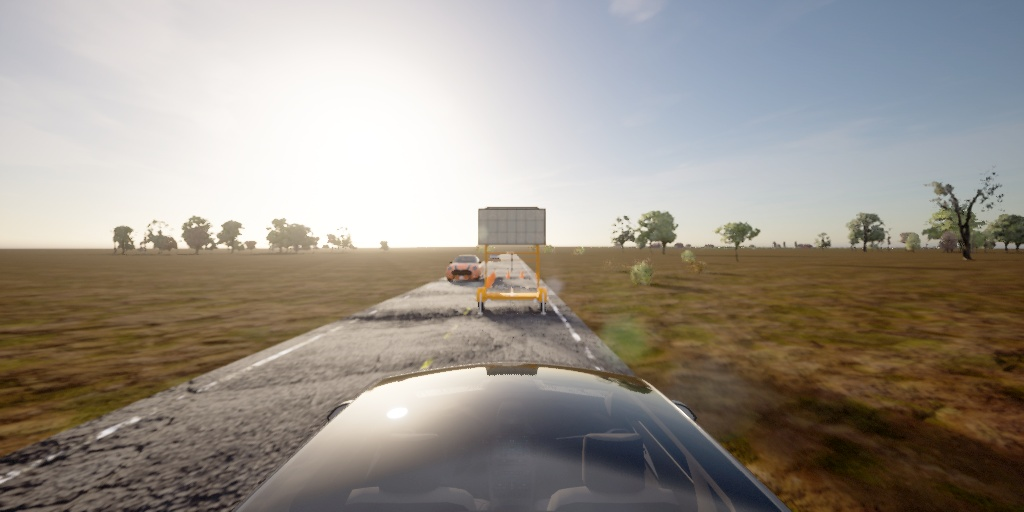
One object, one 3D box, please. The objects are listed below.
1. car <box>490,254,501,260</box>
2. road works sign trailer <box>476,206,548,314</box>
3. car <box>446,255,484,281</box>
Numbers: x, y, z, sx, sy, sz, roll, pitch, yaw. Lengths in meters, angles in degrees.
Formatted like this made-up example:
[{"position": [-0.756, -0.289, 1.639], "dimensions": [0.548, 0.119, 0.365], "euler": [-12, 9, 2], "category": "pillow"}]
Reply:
[{"position": [-3.015, 0.219, 65.406], "dimensions": [2.033, 1.411, 5.357], "euler": [0, 1, 0], "category": "car"}, {"position": [-0.001, 0.027, 12.741], "dimensions": [2.380, 3.560, 2.880], "euler": [0, 0, 0], "category": "road works sign trailer"}, {"position": [-3.090, 0.719, 24.308], "dimensions": [2.097, 1.767, 4.553], "euler": [0, 1, 0], "category": "car"}]
